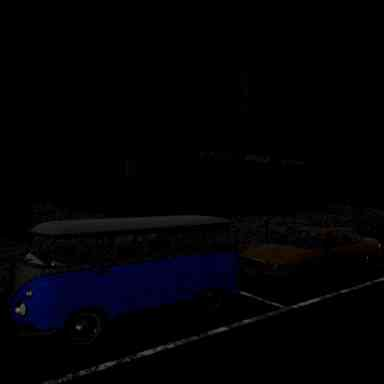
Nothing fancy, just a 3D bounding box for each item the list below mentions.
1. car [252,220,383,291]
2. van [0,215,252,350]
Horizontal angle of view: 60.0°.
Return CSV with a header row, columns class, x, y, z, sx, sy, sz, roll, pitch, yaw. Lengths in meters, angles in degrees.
class,x,y,z,sx,sy,sz,roll,pitch,yaw
car,3.291,1.526,8.976,4.829,1.417,1.752,0,0,-35
van,-1.006,1.341,5.928,3.998,1.788,1.690,0,0,-35
